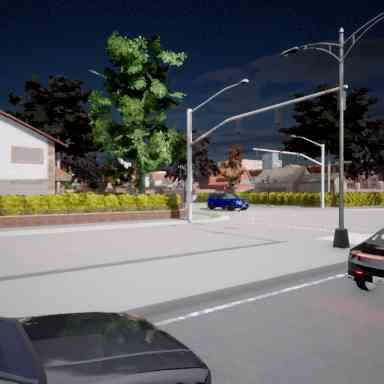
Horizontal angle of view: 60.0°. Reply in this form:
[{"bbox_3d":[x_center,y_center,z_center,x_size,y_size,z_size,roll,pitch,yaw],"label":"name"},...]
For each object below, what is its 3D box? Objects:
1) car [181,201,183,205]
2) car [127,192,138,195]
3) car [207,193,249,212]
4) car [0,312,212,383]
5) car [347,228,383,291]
[{"bbox_3d":[-3.348,1.425,48.374,2.033,1.411,5.357,0,0,-36],"label":"car"},{"bbox_3d":[-9.471,1.076,56.882,2.150,2.045,5.566,0,0,-36],"label":"car"},{"bbox_3d":[4.020,1.128,38.169,2.150,2.045,5.566,0,0,-36],"label":"car"},{"bbox_3d":[-2.361,1.543,2.060,5.357,1.411,2.033,0,0,-36],"label":"car"},{"bbox_3d":[5.573,1.474,7.720,4.902,1.511,2.128,0,0,-35],"label":"car"}]
